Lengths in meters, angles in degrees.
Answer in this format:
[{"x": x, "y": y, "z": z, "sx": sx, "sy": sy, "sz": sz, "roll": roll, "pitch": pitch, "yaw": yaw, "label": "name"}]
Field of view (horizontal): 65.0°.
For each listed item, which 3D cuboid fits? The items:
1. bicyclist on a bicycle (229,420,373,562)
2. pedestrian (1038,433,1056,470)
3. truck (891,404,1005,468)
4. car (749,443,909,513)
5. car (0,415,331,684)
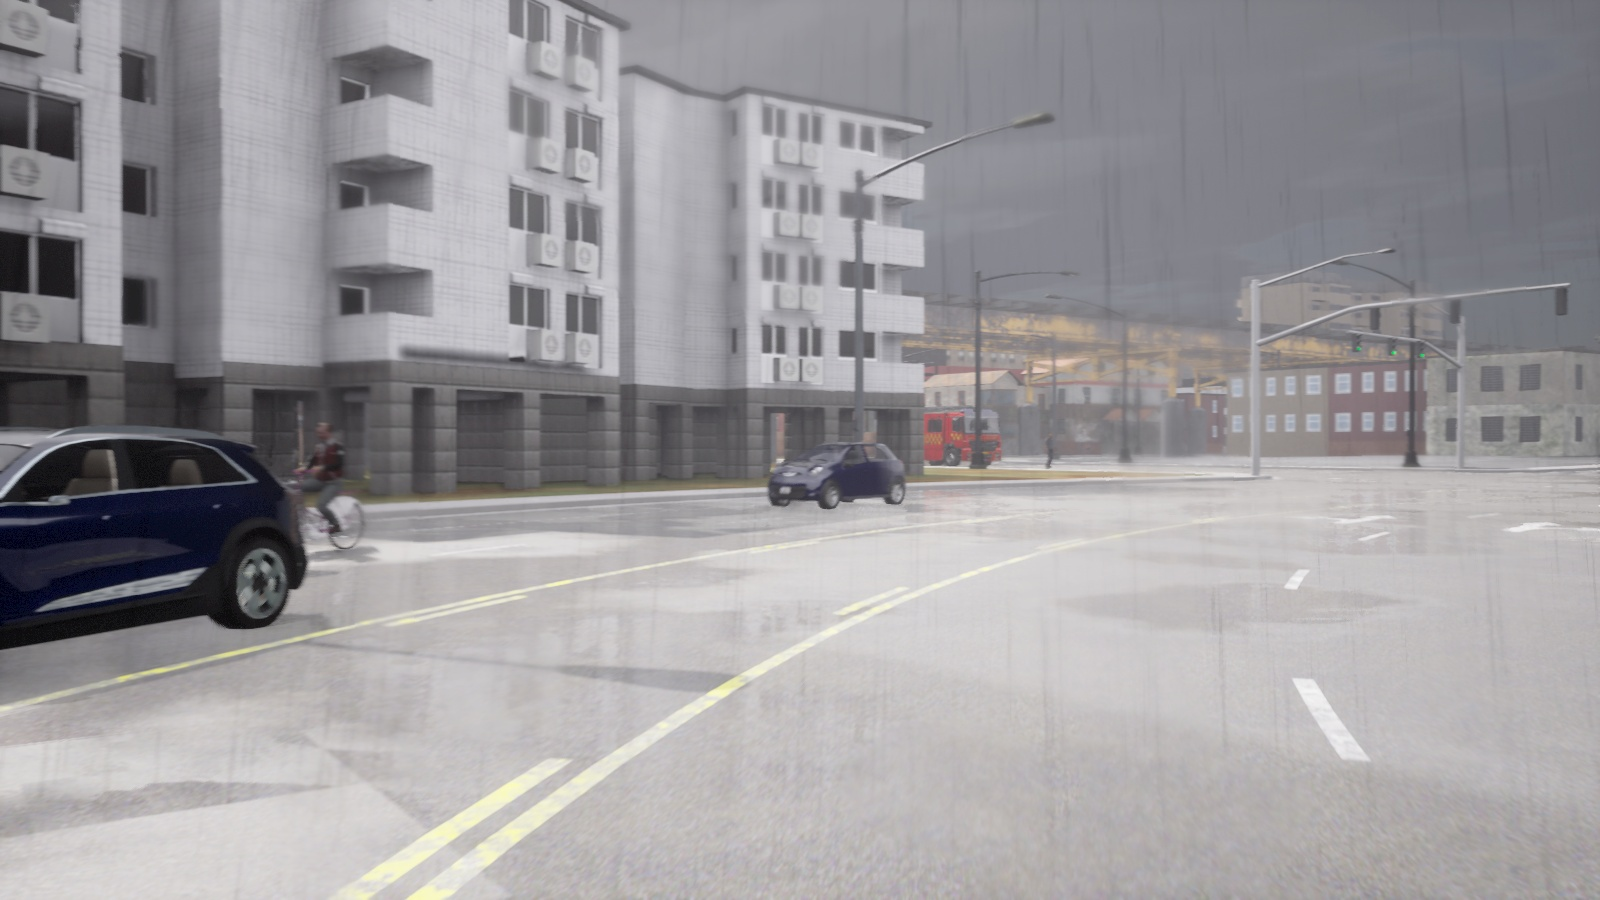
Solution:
[{"x": -6.589, "y": 0.509, "z": 16.675, "sx": 0.659, "sy": 1.776, "sz": 1.843, "roll": 0, "pitch": 0, "yaw": 23, "label": "bicyclist on a bicycle"}, {"x": 12.360, "y": 0.066, "z": 62.915, "sx": 0.540, "sy": 1.848, "sz": 0.694, "roll": 0, "pitch": 0, "yaw": -37, "label": "pedestrian"}, {"x": 9.240, "y": -0.851, "z": 79.782, "sx": 2.891, "sy": 3.827, "sz": 8.468, "roll": 0, "pitch": 0, "yaw": -28, "label": "truck"}, {"x": 0.713, "y": 0.597, "z": 29.067, "sx": 1.845, "sy": 1.501, "sz": 3.633, "roll": 0, "pitch": 0, "yaw": 39, "label": "car"}, {"x": -5.672, "y": 0.617, "z": 8.718, "sx": 2.033, "sy": 1.649, "sz": 4.856, "roll": 0, "pitch": 0, "yaw": 16, "label": "car"}]
